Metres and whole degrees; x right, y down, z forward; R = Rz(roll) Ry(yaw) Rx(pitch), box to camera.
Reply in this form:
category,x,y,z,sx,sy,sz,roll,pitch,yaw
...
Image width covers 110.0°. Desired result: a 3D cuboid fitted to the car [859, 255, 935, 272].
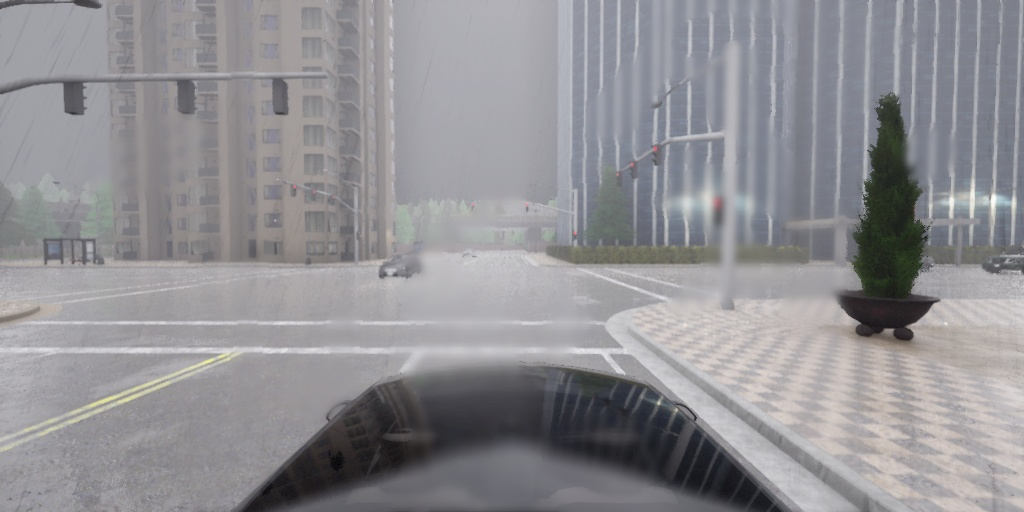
category,x,y,z,sx,sy,sz,roll,pitch,yaw
car,30.638,0.481,28.632,4.902,1.511,2.128,0,2,0

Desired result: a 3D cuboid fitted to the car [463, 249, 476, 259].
category,x,y,z,sx,sy,sz,roll,pitch,yaw
car,-6.974,-0.418,59.290,1.812,1.442,4.674,0,2,0

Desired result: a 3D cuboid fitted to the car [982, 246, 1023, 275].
category,x,y,z,sx,sy,sz,roll,pitch,yaw
car,36.793,0.308,25.174,5.566,2.045,2.150,0,2,0

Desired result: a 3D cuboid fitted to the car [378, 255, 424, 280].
category,x,y,z,sx,sy,sz,roll,pitch,yaw
car,-6.994,0.673,23.052,2.128,1.511,4.902,0,2,0
